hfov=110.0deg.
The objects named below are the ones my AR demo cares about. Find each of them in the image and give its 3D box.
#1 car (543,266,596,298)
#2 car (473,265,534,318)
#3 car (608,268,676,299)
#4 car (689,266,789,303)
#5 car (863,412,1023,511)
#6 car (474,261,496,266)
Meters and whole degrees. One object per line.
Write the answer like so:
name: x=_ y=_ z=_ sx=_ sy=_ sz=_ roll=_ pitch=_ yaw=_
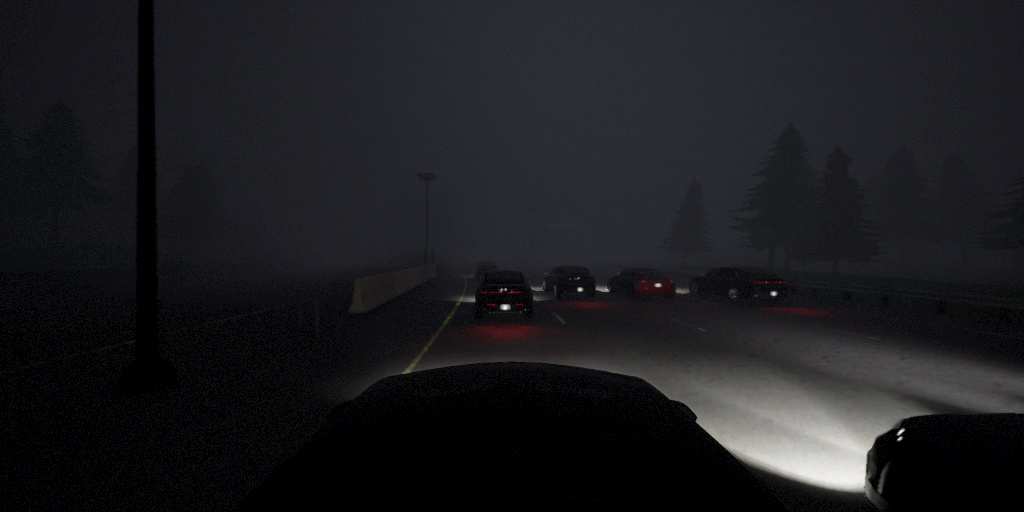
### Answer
car: x=2.796 y=1.218 z=18.141 sx=1.837 sy=1.490 sz=4.892 roll=0 pitch=0 yaw=-5
car: x=-0.333 y=1.235 z=12.855 sx=1.837 sy=1.490 sz=4.892 roll=0 pitch=0 yaw=-3
car: x=6.318 y=1.269 z=17.890 sx=1.994 sy=1.385 sz=4.181 roll=0 pitch=0 yaw=-5
car: x=10.006 y=1.204 z=16.291 sx=1.837 sy=1.490 sz=4.892 roll=0 pitch=0 yaw=-3
car: x=3.521 y=1.307 z=0.805 sx=1.994 sy=1.385 sz=4.181 roll=0 pitch=0 yaw=0
car: x=-2.241 y=1.179 z=31.177 sx=1.882 sy=1.535 sz=5.008 roll=0 pitch=0 yaw=-8
